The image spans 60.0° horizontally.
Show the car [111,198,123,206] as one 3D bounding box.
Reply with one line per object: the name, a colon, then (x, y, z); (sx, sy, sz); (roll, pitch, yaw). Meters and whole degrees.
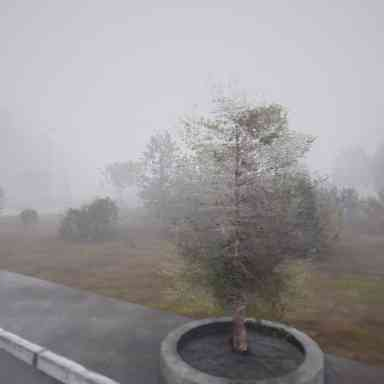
car: (-13.990, 1.838, 57.509); (1.812, 1.442, 4.674); (-1, 0, 39)
